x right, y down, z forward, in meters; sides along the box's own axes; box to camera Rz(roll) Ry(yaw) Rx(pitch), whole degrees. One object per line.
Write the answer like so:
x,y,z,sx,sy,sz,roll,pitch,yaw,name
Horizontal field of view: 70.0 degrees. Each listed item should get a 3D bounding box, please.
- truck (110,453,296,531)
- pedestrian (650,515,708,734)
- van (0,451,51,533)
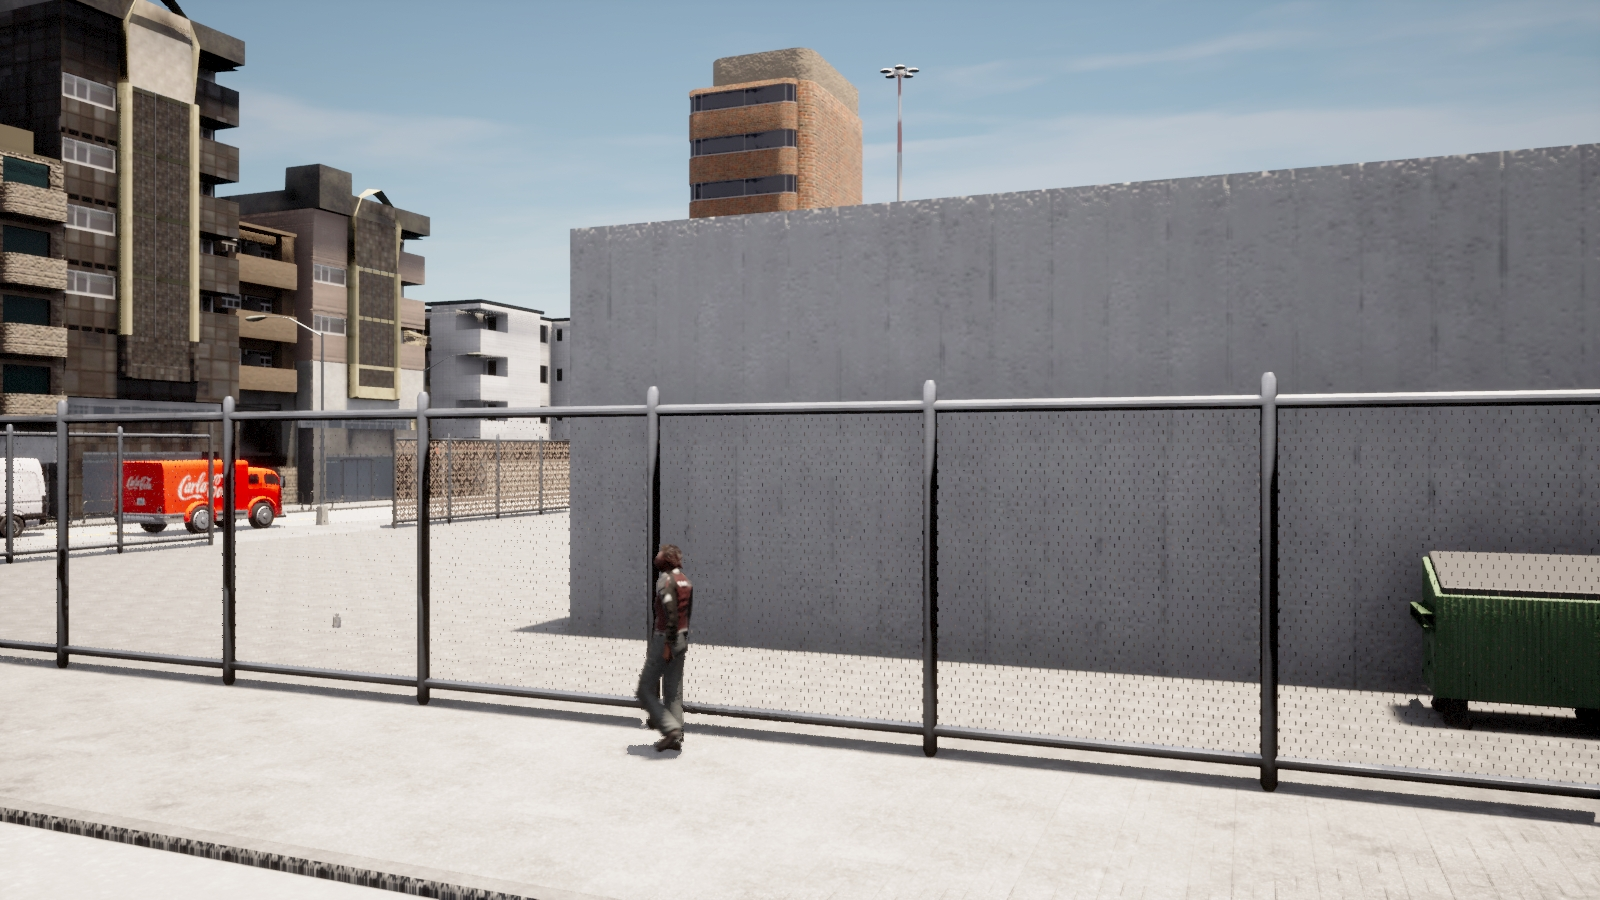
-20.490,1.348,39.515,2.627,2.467,5.204,0,0,23,truck
-1.069,1.524,10.134,0.375,1.860,0.375,0,0,25,pedestrian
-26.517,1.314,35.024,1.988,2.561,5.915,0,0,21,van
